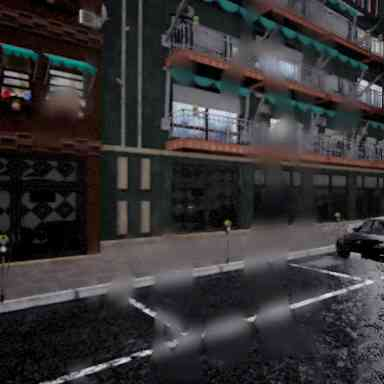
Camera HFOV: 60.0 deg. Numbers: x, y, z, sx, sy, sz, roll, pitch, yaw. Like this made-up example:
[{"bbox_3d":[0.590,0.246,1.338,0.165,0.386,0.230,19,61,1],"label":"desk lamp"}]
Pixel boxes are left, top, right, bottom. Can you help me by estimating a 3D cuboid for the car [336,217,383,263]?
[{"bbox_3d":[6.742,1.550,11.358,4.313,1.339,1.947,0,1,-35],"label":"car"}]
